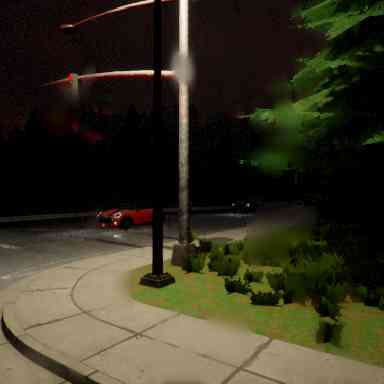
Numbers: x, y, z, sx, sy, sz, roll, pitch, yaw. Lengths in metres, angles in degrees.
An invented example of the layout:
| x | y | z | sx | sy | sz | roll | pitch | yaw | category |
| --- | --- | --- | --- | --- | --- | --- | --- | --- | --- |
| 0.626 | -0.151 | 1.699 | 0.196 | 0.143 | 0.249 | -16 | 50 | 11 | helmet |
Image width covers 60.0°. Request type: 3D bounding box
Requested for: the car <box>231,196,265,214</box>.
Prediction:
| x | y | z | sx | sy | sz | roll | pitch | yaw | category |
| --- | --- | --- | --- | --- | --- | --- | --- | --- | --- |
| 5.920 | 1.325 | 34.720 | 2.097 | 1.767 | 4.553 | 0 | 0 | 35 | car |

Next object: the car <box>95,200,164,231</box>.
| x | y | z | sx | sy | sz | roll | pitch | yaw | category |
| --- | --- | --- | --- | --- | --- | --- | --- | --- | --- |
| -3.777 | 1.326 | 20.760 | 2.097 | 1.767 | 4.553 | 0 | 0 | 35 | car |

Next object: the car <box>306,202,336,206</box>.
| x | y | z | sx | sy | sz | roll | pitch | yaw | category |
| --- | --- | --- | --- | --- | --- | --- | --- | --- | --- |
| 16.399 | 1.195 | 42.910 | 2.150 | 2.045 | 5.566 | 0 | 0 | 36 | car |

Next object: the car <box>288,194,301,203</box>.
| x | y | z | sx | sy | sz | roll | pitch | yaw | category |
| --- | --- | --- | --- | --- | --- | --- | --- | --- | --- |
| 15.211 | 0.943 | 47.390 | 2.097 | 1.767 | 4.553 | 0 | 0 | 37 | car |
